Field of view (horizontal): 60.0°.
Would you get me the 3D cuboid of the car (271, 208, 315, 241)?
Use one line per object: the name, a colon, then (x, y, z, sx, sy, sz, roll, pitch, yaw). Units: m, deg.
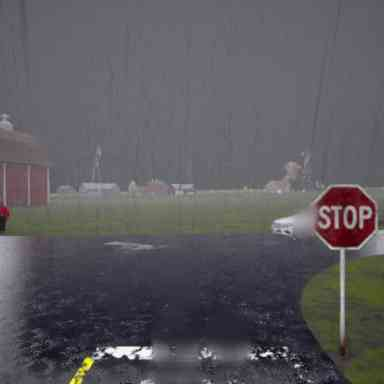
car: (6.072, 1.410, 15.639, 4.674, 1.442, 1.812, -1, -1, -12)

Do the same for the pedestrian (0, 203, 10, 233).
pedestrian: (-11.187, 1.489, 19.678, 0.375, 1.860, 0.375, 0, 0, 4)
